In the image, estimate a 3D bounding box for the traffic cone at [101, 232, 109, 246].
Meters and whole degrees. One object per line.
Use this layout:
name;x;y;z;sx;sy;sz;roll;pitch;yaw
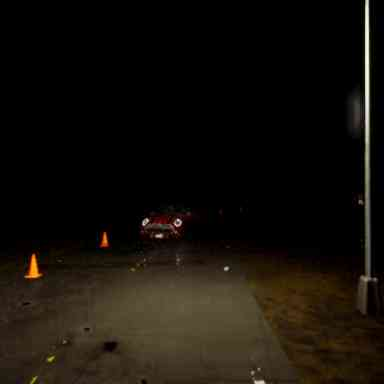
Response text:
traffic cone;-3.714;2.001;14.182;0.340;0.580;0.340;0;0;9

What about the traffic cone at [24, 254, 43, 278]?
traffic cone;-4.288;1.986;9.001;0.340;0.580;0.340;0;0;4

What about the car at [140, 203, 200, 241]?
car;-0.993;1.397;17.153;2.097;1.767;4.553;0;0;13

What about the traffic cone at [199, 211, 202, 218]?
traffic cone;0.657;1.962;29.155;0.340;0.580;0.340;0;0;24
